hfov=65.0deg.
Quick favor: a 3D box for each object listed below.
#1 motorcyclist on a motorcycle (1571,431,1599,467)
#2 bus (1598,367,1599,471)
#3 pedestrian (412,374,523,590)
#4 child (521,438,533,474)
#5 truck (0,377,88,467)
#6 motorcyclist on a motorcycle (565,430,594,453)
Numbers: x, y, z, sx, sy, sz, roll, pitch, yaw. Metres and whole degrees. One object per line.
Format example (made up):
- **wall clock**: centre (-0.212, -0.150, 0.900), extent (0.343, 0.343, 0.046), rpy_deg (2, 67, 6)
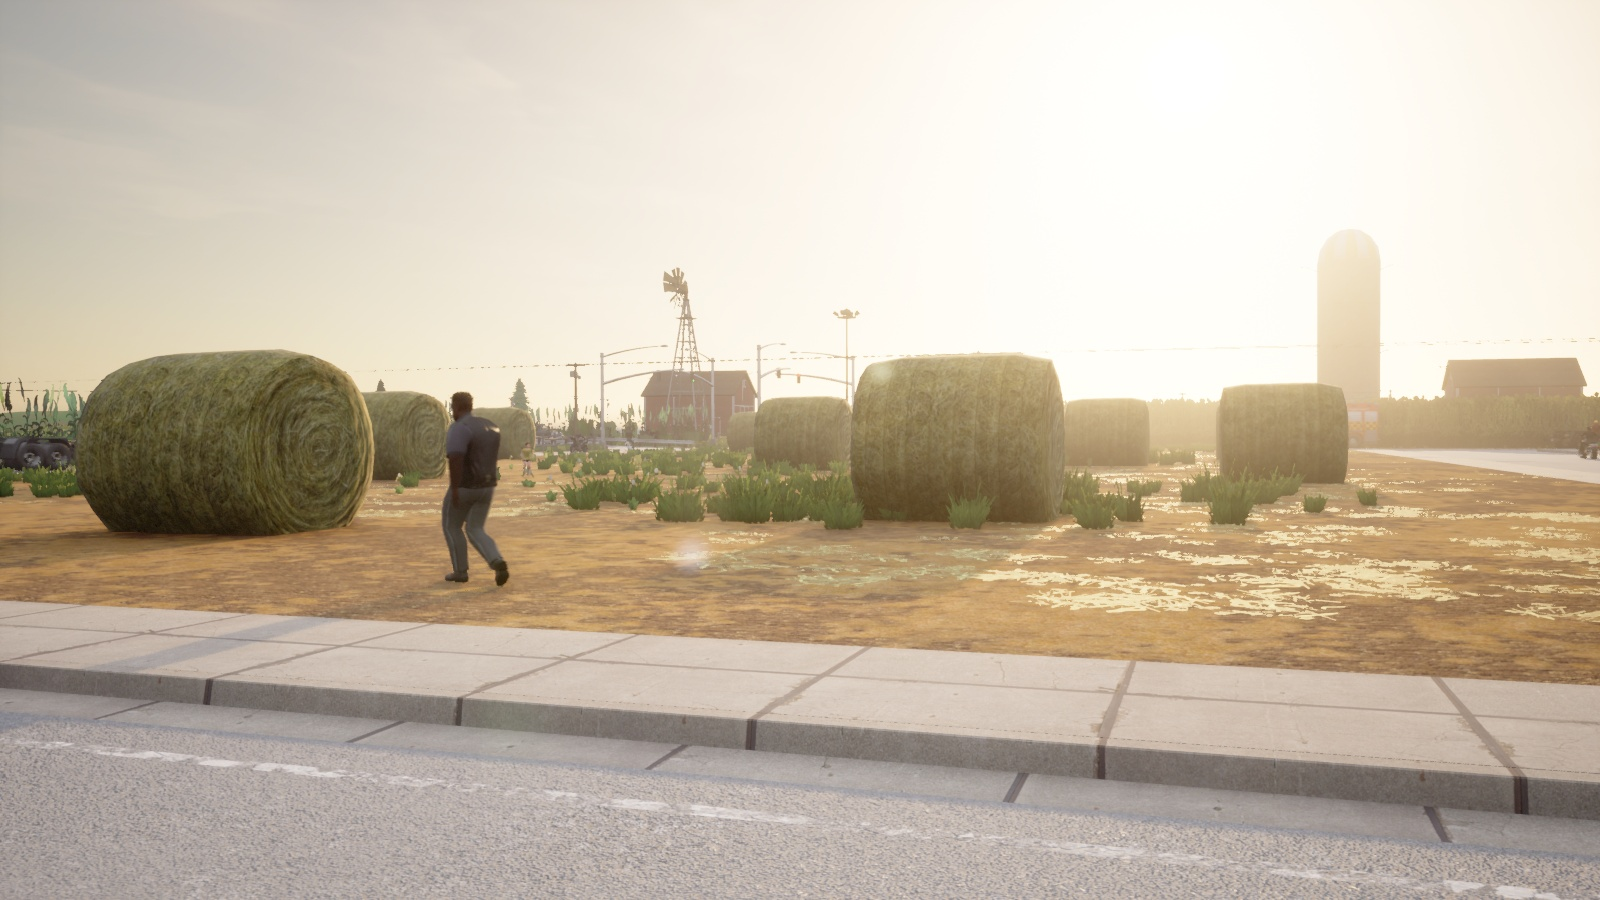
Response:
- **motorcyclist on a motorcycle**: centre (37.550, -0.067, 59.871), extent (0.766, 1.649, 2.350), rpy_deg (1, 1, 18)
- **bus**: centre (33.274, -1.190, 46.317), extent (3.944, 4.253, 10.273), rpy_deg (1, 1, 18)
- **pedestrian**: centre (-3.018, 0.271, 11.387), extent (0.849, 1.883, 0.563), rpy_deg (1, 1, 36)
- **child**: centre (-8.506, 0.174, 39.087), extent (0.255, 1.110, 0.394), rpy_deg (0, 1, -29)
- **truck**: centre (-32.099, -1.087, 48.506), extent (2.891, 3.462, 7.936), rpy_deg (1, 1, 21)
- **motorcyclist on a motorcycle**: centre (-14.661, -0.565, 83.480), extent (0.866, 1.530, 2.191), rpy_deg (1, 1, 21)
